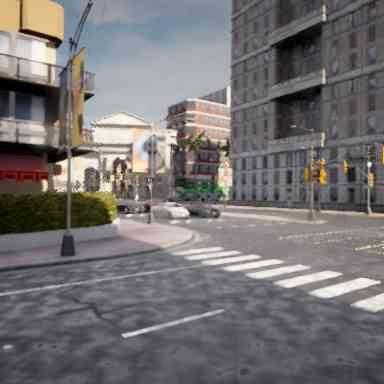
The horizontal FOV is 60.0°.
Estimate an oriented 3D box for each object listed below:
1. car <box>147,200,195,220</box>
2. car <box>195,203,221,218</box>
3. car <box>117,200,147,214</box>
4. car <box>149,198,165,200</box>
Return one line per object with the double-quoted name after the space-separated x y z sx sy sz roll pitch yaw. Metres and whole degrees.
-2.091 1.728 31.071 1.812 1.442 4.674 1 -1 -35 "car"
0.979 1.809 32.790 1.994 1.385 4.181 1 -1 -35 "car"
-7.434 1.708 38.629 1.837 1.490 4.892 1 0 -35 "car"
-3.932 1.599 39.800 2.097 1.767 4.553 1 -1 -35 "car"
